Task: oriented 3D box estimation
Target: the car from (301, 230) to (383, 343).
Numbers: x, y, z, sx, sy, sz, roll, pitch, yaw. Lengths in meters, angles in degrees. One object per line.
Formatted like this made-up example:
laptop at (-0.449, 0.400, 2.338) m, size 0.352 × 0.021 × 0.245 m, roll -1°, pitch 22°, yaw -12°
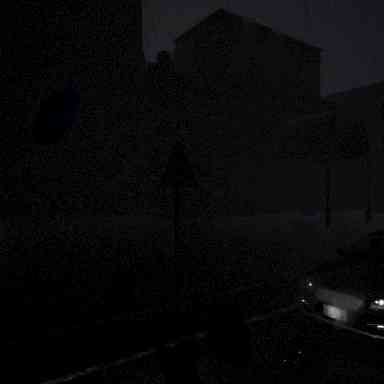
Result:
car at (4.081, 1.505, 6.287) m, size 4.902 × 1.511 × 2.128 m, roll 0°, pitch 0°, yaw -35°
